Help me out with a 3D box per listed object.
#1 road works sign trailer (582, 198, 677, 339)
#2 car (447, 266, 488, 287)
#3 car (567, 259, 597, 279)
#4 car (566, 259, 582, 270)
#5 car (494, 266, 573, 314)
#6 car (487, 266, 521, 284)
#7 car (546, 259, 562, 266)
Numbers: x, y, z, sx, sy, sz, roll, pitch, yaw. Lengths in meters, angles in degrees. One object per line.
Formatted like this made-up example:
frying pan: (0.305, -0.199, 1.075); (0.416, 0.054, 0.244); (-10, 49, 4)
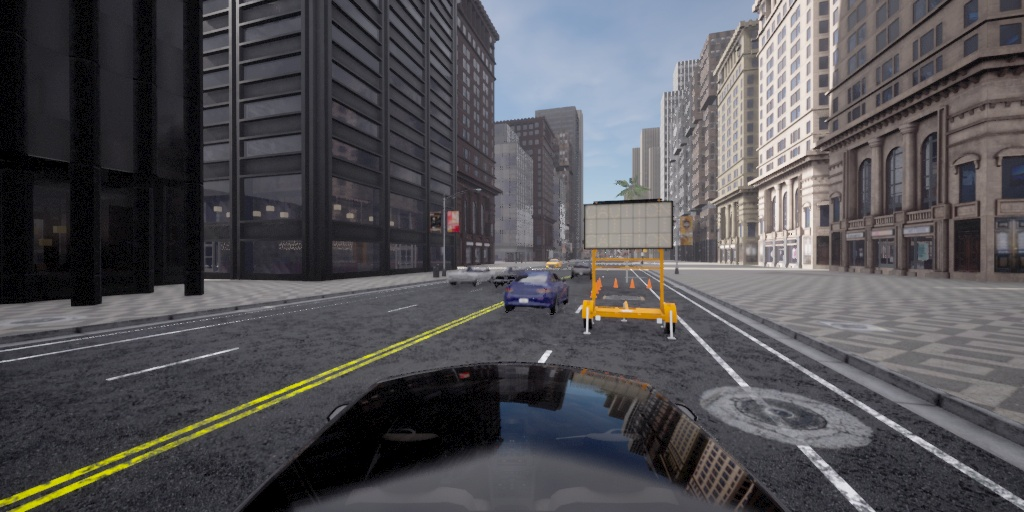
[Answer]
road works sign trailer: (3.282, 0.213, 10.250); (2.380, 3.560, 2.880); (0, 0, 17)
car: (-2.672, 1.352, 24.832); (1.895, 1.301, 4.718); (0, 0, 16)
car: (6.405, 1.244, 31.892); (2.128, 1.511, 4.902); (0, 0, 16)
car: (9.544, 1.273, 54.606); (1.837, 1.490, 4.892); (0, -1, 17)
car: (1.037, 1.275, 13.750); (1.812, 1.442, 4.674); (0, 0, 16)
car: (0.259, 1.351, 23.285); (1.895, 1.301, 4.718); (0, 0, 16)
car: (6.619, 1.244, 56.174); (1.882, 1.535, 5.008); (0, 0, 17)
